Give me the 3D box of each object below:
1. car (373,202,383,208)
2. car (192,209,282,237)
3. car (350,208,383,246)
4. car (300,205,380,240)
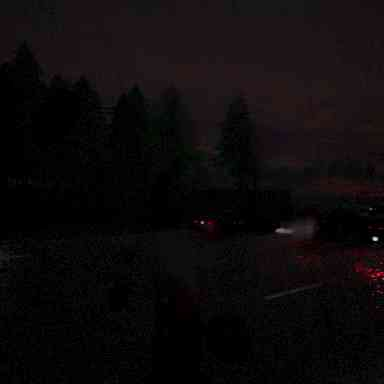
[{"bbox_3d":[18.069,1.730,31.233,1.837,1.490,4.892,1,0,43],"label":"car"},{"bbox_3d":[2.576,1.637,18.491,5.357,1.411,2.033,0,0,-35],"label":"car"},{"bbox_3d":[9.287,1.617,14.672,4.892,1.490,1.837,0,0,-35],"label":"car"},{"bbox_3d":[7.871,1.620,17.959,4.892,1.490,1.837,1,0,-35],"label":"car"}]
